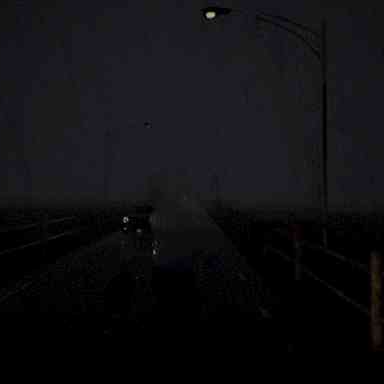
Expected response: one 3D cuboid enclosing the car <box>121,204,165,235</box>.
[{"bbox_3d":[-2.840,1.521,20.086,2.097,1.767,4.553,0,0,0],"label":"car"}]
